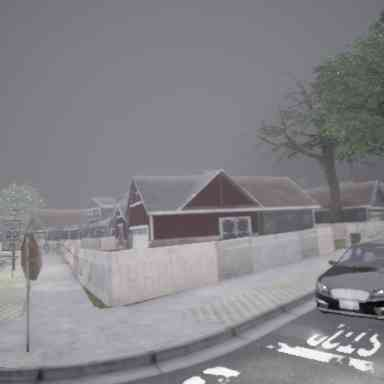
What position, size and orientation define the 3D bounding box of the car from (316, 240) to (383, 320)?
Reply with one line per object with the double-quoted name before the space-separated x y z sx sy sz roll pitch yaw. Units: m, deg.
"car" 4.787 2.026 8.374 2.128 1.511 4.902 -9 -8 43
